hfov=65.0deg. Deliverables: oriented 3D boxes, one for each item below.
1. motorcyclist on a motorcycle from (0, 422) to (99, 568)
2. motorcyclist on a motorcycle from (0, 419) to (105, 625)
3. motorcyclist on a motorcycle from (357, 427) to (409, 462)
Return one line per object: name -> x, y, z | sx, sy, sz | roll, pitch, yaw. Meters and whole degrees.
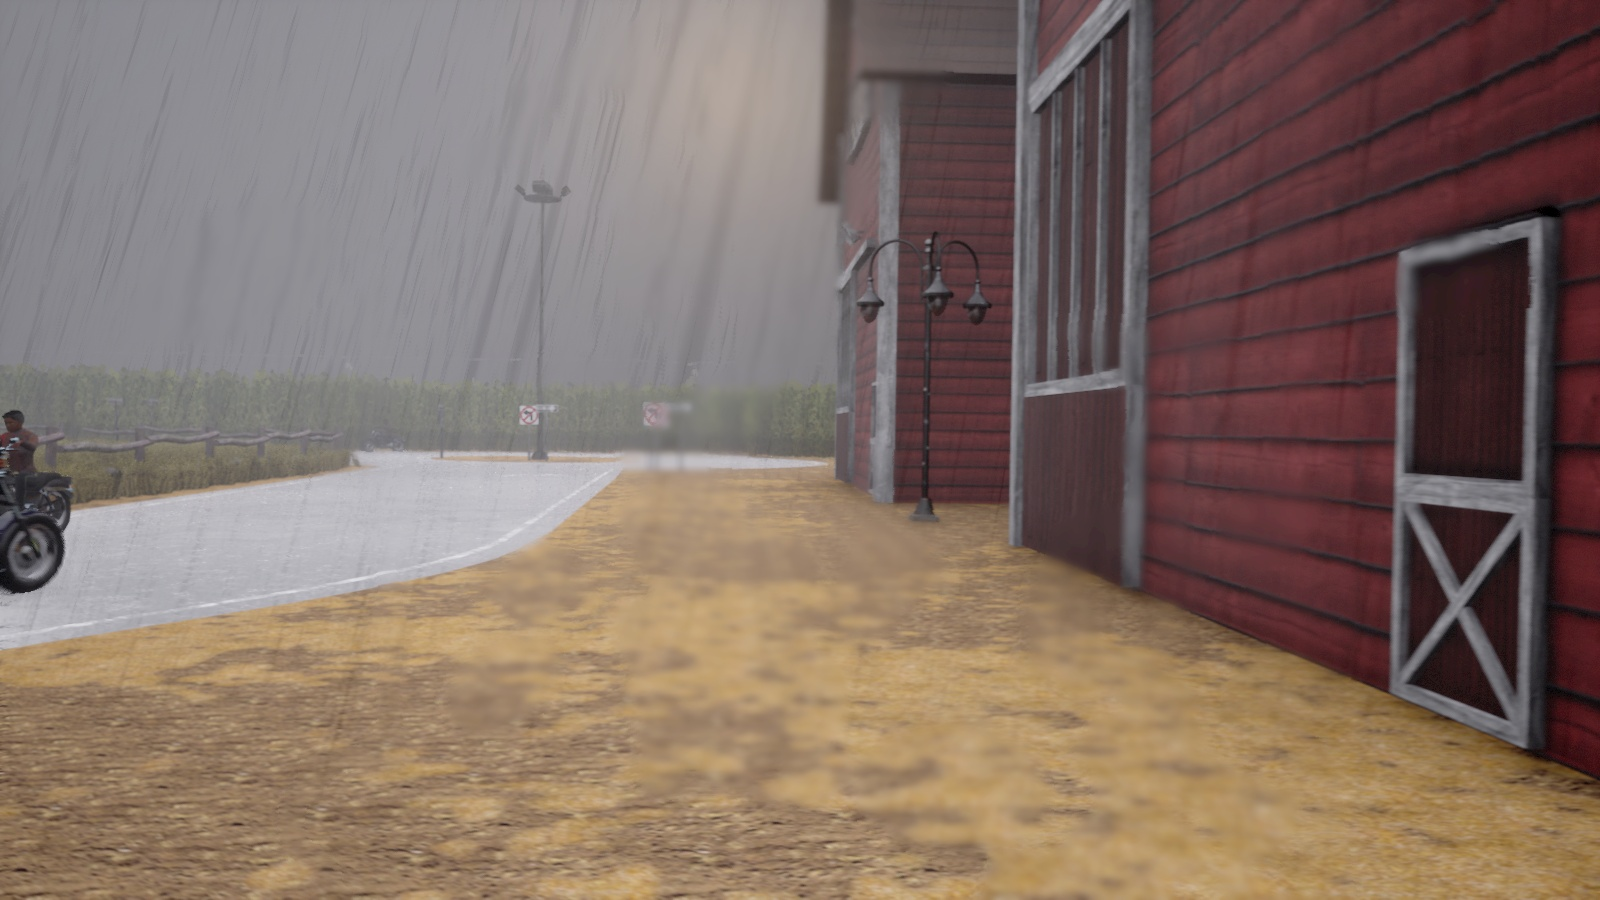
motorcyclist on a motorcycle -> -9.366, 0.498, 14.789 | 0.766, 1.649, 2.350 | 0, 1, 4
motorcyclist on a motorcycle -> -6.777, 0.576, 10.146 | 0.766, 1.649, 2.350 | 1, 1, 8
motorcyclist on a motorcycle -> -19.846, -0.280, 59.803 | 0.766, 1.649, 2.350 | 2, 2, 37
